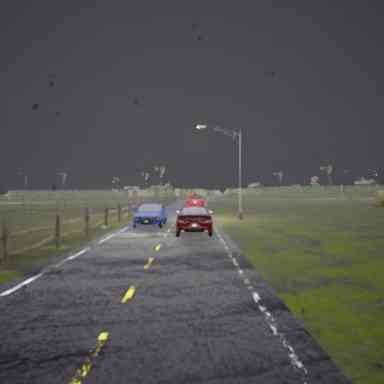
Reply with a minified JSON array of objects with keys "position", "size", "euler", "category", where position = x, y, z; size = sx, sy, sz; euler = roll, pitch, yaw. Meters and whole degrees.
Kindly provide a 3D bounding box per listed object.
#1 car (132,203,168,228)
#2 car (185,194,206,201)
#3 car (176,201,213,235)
[{"position":[-2.696,1.476,22.196],"size":[1.882,1.535,5.008],"euler":[0,0,0],"category":"car"},{"position":[0.412,1.229,38.142],"size":[2.150,2.045,5.566],"euler":[0,0,1],"category":"car"},{"position":[0.131,1.480,18.745],"size":[1.882,1.535,5.008],"euler":[0,0,0],"category":"car"}]
